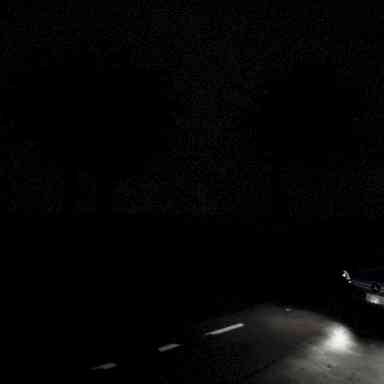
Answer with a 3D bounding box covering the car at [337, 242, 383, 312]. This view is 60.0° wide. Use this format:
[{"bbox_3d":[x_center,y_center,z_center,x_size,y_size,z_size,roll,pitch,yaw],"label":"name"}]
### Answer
[{"bbox_3d":[5.019,1.625,7.140,4.674,1.442,1.812,1,-1,-37],"label":"car"}]
